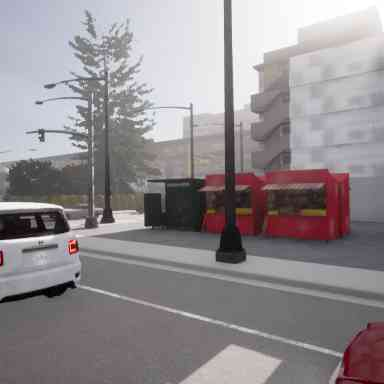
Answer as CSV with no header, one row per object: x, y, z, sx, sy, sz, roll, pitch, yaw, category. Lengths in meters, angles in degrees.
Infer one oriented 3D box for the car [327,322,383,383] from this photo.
3.204,1.601,1.698,4.718,1.301,1.895,0,0,35,car

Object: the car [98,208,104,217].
-10.147,1.733,29.428,1.895,1.301,4.718,-1,-1,36,car

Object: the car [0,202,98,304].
-4.811,1.234,7.382,5.566,2.045,2.150,0,0,36,car

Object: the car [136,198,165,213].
-4.185,1.483,37.641,2.097,1.767,4.553,-1,-1,36,car
